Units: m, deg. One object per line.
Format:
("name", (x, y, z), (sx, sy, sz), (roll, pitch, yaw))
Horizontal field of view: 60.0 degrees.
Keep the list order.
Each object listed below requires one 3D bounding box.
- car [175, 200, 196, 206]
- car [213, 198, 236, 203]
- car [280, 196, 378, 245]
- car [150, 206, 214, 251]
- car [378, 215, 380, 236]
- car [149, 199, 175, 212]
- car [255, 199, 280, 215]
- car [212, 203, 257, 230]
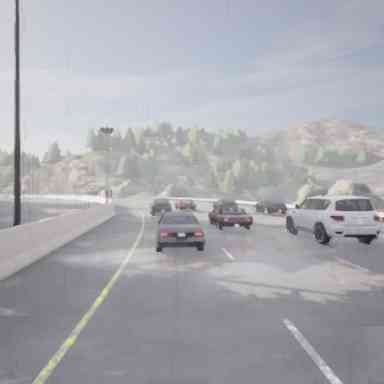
("car", (-0.885, 1.541, 39.353), (1.895, 1.301, 4.718), (0, 0, -12))
("car", (3.487, 1.444, 35.397), (1.837, 1.490, 4.892), (0, 0, -11))
("car", (6.294, 1.186, 15.575), (2.150, 2.045, 5.566), (0, 0, -5))
("car", (-0.580, 1.526, 13.990), (2.033, 1.411, 5.357), (0, 0, -5))
("car", (9.976, 1.440, 13.210), (1.882, 1.535, 5.008), (0, 0, -4))
("car", (-3.072, 1.459, 32.420), (1.837, 1.490, 4.892), (0, 0, -10))
("car", (7.571, 1.441, 32.521), (1.837, 1.490, 4.892), (0, 0, -10))
("car", (2.249, 1.565, 20.767), (1.895, 1.301, 4.718), (0, 0, -7))
